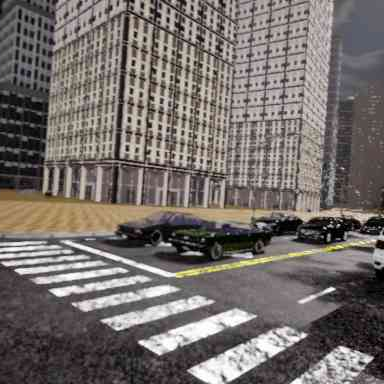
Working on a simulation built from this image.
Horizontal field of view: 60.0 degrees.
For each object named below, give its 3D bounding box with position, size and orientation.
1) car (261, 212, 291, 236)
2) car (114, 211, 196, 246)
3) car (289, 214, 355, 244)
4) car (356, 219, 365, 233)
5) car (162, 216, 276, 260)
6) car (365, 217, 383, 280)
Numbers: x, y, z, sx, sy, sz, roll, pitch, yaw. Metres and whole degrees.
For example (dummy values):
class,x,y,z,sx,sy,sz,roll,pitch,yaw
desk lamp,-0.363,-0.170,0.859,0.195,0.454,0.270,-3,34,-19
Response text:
class,x,y,z,sx,sy,sz,roll,pitch,yaw
car,6.140,2.183,23.534,2.128,1.511,4.902,4,-1,43
car,-0.984,1.630,15.881,2.033,1.411,5.357,4,-1,43
car,8.377,2.340,21.173,1.837,1.490,4.892,4,-1,43
car,17.020,3.070,30.496,1.837,1.490,4.892,4,1,43
car,1.271,1.830,13.528,1.895,1.301,4.718,4,-1,43
car,7.962,1.927,11.130,5.566,2.045,2.150,5,-1,-44
